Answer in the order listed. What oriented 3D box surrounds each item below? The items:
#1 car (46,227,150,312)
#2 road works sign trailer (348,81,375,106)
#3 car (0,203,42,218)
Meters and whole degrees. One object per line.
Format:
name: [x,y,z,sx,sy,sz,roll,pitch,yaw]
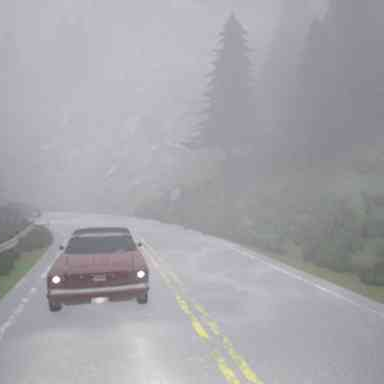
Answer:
car: [-2.156,1.578,7.957,1.895,1.301,4.718,0,0,-14]
road works sign trailer: [12.237,-8.730,25.807,2.880,3.560,2.380,-20,-6,-16]
car: [-14.791,1.670,28.369,4.902,1.511,2.128,-2,2,34]
